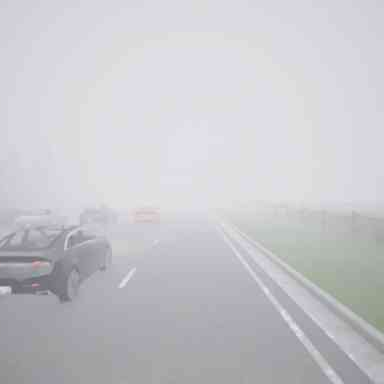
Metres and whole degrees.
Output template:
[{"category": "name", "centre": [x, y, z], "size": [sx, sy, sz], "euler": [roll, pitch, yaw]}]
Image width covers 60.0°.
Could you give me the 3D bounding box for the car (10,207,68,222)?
[{"category": "car", "centre": [-10.402, 1.833, 23.422], "size": [1.895, 1.301, 4.718], "euler": [0, -1, 0]}]

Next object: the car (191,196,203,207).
[{"category": "car", "centre": [1.219, 2.170, 67.575], "size": [1.837, 1.490, 4.892], "euler": [0, -1, 0]}]

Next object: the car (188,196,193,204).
[{"category": "car", "centre": [-0.006, 2.015, 87.192], "size": [2.150, 2.045, 5.566], "euler": [0, -1, 0]}]

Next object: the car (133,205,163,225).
[{"category": "car", "centre": [-3.403, 1.739, 26.500], "size": [1.882, 1.535, 5.008], "euler": [0, -1, 0]}]

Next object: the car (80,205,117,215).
[{"category": "car", "centre": [-6.902, 1.738, 24.878], "size": [2.128, 1.511, 4.902], "euler": [0, -1, 0]}]

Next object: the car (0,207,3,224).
[{"category": "car", "centre": [-6.901, 1.295, 7.308], "size": [2.150, 2.045, 5.566], "euler": [0, -1, 0]}]

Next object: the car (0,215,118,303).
[{"category": "car", "centre": [-3.401, 1.576, 8.415], "size": [2.128, 1.511, 4.902], "euler": [0, -1, 0]}]

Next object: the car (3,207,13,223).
[{"category": "car", "centre": [-13.902, 1.816, 25.465], "size": [1.994, 1.385, 4.181], "euler": [0, -1, 0]}]

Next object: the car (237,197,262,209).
[{"category": "car", "centre": [8.917, 1.720, 51.584], "size": [3.866, 1.878, 1.905], "euler": [0, -1, 0]}]
